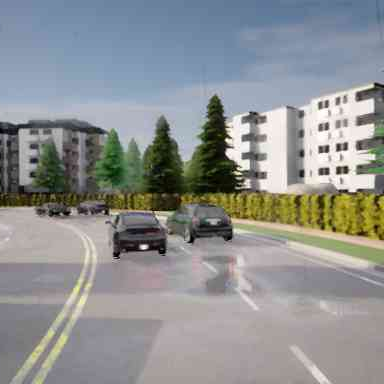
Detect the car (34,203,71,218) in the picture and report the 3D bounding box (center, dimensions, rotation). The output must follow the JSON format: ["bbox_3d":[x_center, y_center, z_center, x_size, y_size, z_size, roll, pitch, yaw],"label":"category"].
[{"bbox_3d":[-13.269,1.698,31.424,1.895,1.301,4.718,0,0,-44],"label":"car"}]

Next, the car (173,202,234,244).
[{"bbox_3d":[0.226,1.358,16.307,2.097,1.767,4.553,0,0,-19],"label":"car"}]

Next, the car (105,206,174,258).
[{"bbox_3d":[-2.256,1.525,13.042,1.837,1.490,4.892,0,0,-17],"label":"car"}]

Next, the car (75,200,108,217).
[{"bbox_3d":[-9.895,1.582,32.802,1.837,1.490,4.892,0,-1,-42],"label":"car"}]
